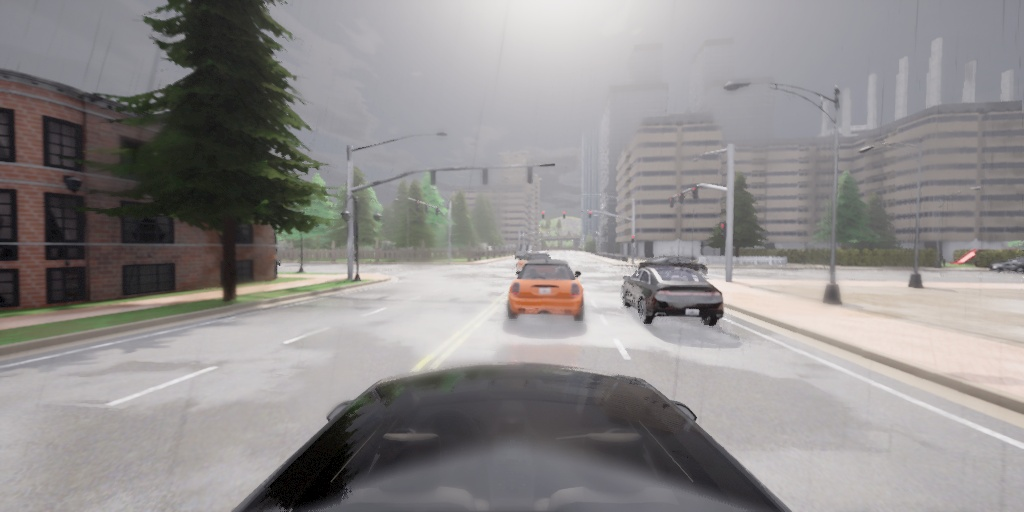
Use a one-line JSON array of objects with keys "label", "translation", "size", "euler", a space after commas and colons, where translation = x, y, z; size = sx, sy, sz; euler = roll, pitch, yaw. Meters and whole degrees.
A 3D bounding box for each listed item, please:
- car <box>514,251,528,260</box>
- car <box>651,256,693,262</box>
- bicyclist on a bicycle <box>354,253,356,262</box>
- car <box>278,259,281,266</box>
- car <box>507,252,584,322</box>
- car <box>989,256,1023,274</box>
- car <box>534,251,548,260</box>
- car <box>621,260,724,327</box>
[{"label": "car", "translation": [1.610, -0.131, 62.927], "size": [1.837, 1.490, 4.892], "euler": [0, 1, 9]}, {"label": "car", "translation": [11.172, 0.757, 24.796], "size": [5.008, 1.535, 1.882], "euler": [0, 0, -22]}, {"label": "bicyclist on a bicycle", "translation": [-19.862, -0.023, 44.554], "size": [0.582, 1.620, 1.656], "euler": [0, 2, 8]}, {"label": "car", "translation": [-24.633, 0.393, 34.162], "size": [4.892, 1.490, 1.837], "euler": [1, 1, 8]}, {"label": "car", "translation": [1.145, 0.885, 11.541], "size": [2.097, 1.767, 4.553], "euler": [0, 1, 7]}, {"label": "car", "translation": [45.433, 0.788, 31.489], "size": [4.902, 1.511, 2.128], "euler": [0, 1, 8]}, {"label": "car", "translation": [5.088, -0.117, 62.526], "size": [2.128, 1.511, 4.902], "euler": [0, 1, 9]}, {"label": "car", "translation": [4.575, 1.056, 10.868], "size": [2.128, 1.511, 4.902], "euler": [0, 1, 7]}]
